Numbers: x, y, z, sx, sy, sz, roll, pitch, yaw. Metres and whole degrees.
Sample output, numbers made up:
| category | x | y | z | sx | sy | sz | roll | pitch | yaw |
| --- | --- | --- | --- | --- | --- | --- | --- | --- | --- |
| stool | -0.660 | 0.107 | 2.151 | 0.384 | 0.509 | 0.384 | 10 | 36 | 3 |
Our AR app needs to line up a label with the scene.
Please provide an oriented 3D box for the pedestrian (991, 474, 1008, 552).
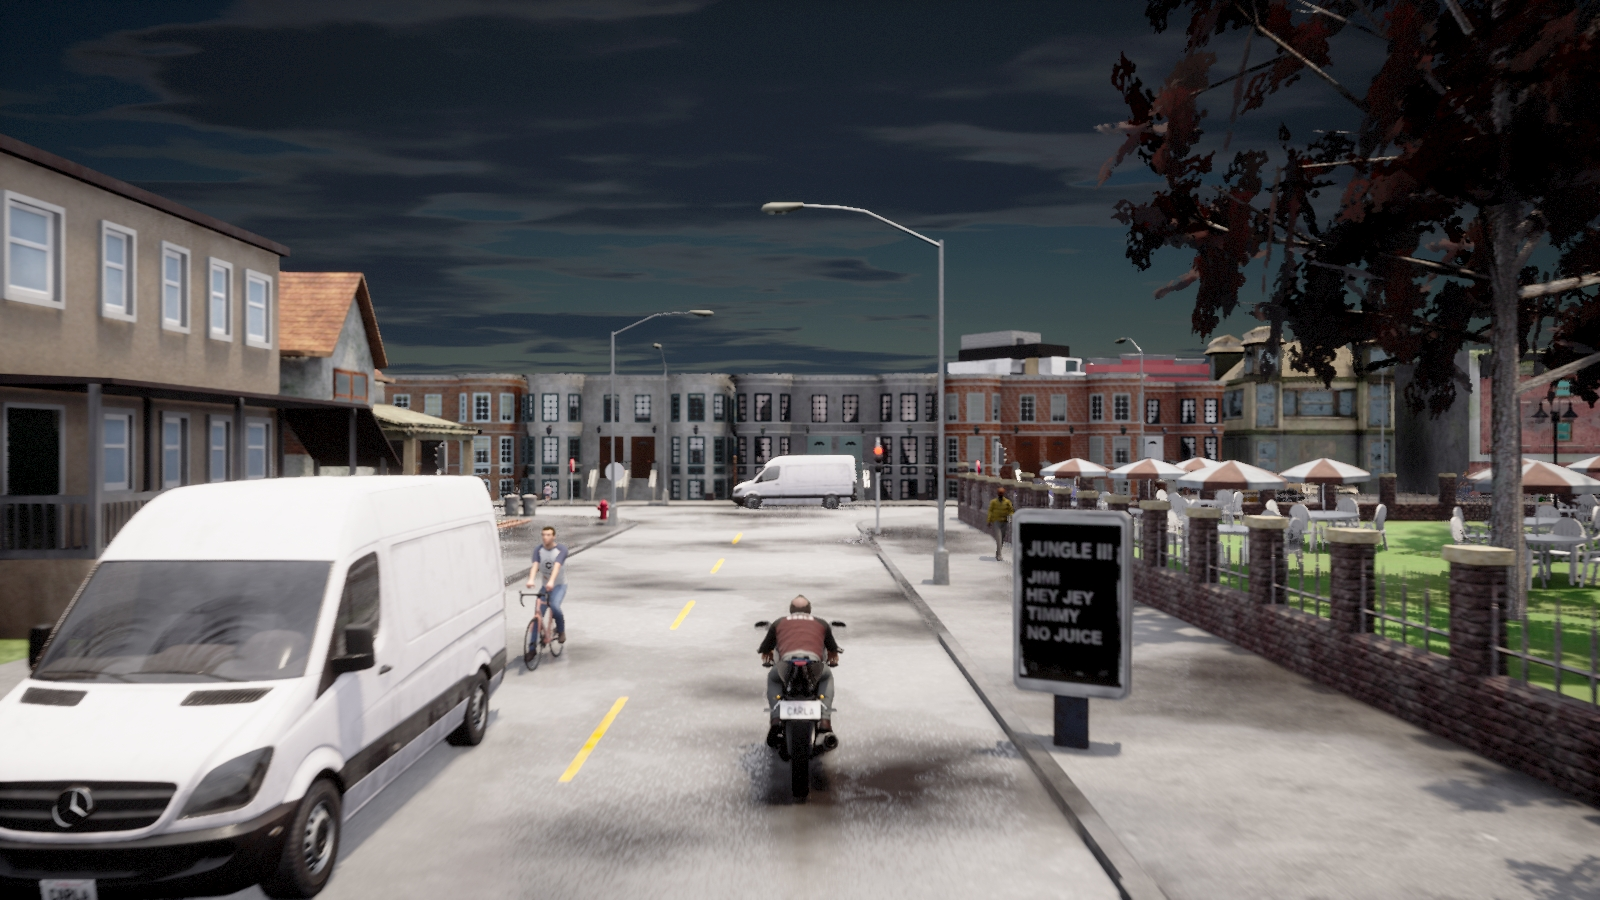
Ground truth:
| category | x | y | z | sx | sy | sz | roll | pitch | yaw |
| --- | --- | --- | --- | --- | --- | --- | --- | --- | --- |
| pedestrian | 4.852 | 1.525 | 27.785 | 0.375 | 1.860 | 0.375 | 0 | 0 | 2 |

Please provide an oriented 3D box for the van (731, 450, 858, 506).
| category | x | y | z | sx | sy | sz | roll | pitch | yaw |
| --- | --- | --- | --- | --- | --- | --- | --- | --- | --- |
| van | -0.243 | 1.313 | 54.194 | 5.915 | 2.561 | 1.988 | 0 | 0 | 0 |

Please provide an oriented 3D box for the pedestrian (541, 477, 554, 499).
| category | x | y | z | sx | sy | sz | roll | pitch | yaw |
| --- | --- | --- | --- | --- | --- | --- | --- | --- | --- |
| pedestrian | -12.608 | 1.906 | 57.070 | 0.500 | 1.100 | 0.500 | 0 | 0 | 7 |

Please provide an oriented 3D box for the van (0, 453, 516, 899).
| category | x | y | z | sx | sy | sz | roll | pitch | yaw |
| --- | --- | --- | --- | --- | --- | --- | --- | --- | --- |
| van | -3.999 | 1.315 | 9.168 | 1.988 | 2.561 | 5.915 | 0 | 0 | 0 |
